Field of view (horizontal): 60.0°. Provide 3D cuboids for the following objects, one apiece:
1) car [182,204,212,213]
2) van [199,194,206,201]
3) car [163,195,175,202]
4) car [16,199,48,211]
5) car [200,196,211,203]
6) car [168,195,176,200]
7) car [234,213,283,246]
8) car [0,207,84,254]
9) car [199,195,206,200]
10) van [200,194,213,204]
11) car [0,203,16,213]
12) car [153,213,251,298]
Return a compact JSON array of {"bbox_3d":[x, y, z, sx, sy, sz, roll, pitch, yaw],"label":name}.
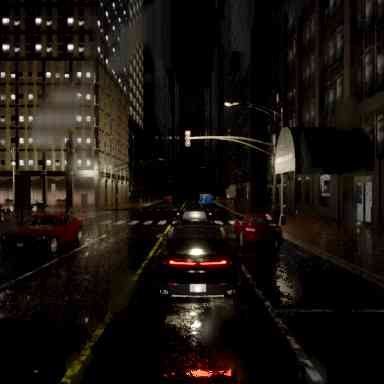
[{"bbox_3d":[0.125,1.561,17.354,1.994,1.385,4.181,0,0,0],"label":"car"},{"bbox_3d":[2.809,1.310,86.907,1.690,1.788,3.998,0,0,0],"label":"van"},{"bbox_3d":[-5.587,1.521,75.526,1.887,1.381,4.507,0,0,0],"label":"car"},{"bbox_3d":[-18.469,1.497,37.206,4.403,1.369,2.008,0,0,1],"label":"car"},{"bbox_3d":[2.785,1.531,69.817,2.008,1.369,4.403,0,0,0],"label":"car"},{"bbox_3d":[-5.562,1.530,92.617,1.947,1.339,4.313,0,0,0],"label":"car"},{"bbox_3d":[2.835,1.579,14.831,1.802,1.307,4.206,0,0,0],"label":"car"},{"bbox_3d":[-5.806,1.542,13.466,1.887,1.381,4.507,0,0,0],"label":"car"},{"bbox_3d":[2.818,1.546,92.604,1.802,1.307,4.206,0,0,0],"label":"car"},{"bbox_3d":[2.768,1.326,58.424,1.690,1.788,3.998,0,0,0],"label":"van"},{"bbox_3d":[-18.568,1.307,28.824,5.009,1.841,2.192,0,0,1],"label":"car"},{"bbox_3d":[0.111,1.503,8.478,1.837,1.490,4.892,0,0,0],"label":"car"}]
